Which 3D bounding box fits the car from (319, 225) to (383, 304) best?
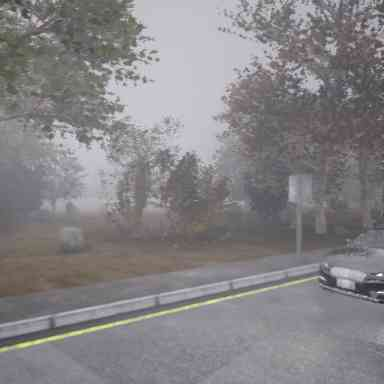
[{"bbox_3d":[5.037,1.575,8.003,4.902,1.511,2.128,1,0,-35],"label":"car"}]
